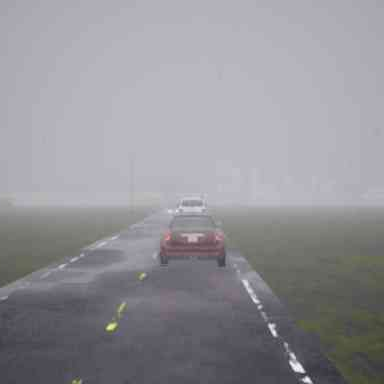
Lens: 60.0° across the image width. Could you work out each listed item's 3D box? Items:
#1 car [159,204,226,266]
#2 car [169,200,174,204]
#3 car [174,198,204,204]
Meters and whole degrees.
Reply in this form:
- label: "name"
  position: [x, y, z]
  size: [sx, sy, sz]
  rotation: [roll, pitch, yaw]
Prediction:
- label: "car"
  position: [0.046, 1.479, 12.220]
  size: [2.097, 1.767, 4.553]
  rotation: [0, -1, 1]
- label: "car"
  position: [-2.810, 2.054, 53.762]
  size: [2.128, 1.511, 4.902]
  rotation: [0, -1, 0]
- label: "car"
  position: [0.034, 1.495, 26.123]
  size: [2.150, 2.045, 5.566]
  rotation: [0, 0, 1]
